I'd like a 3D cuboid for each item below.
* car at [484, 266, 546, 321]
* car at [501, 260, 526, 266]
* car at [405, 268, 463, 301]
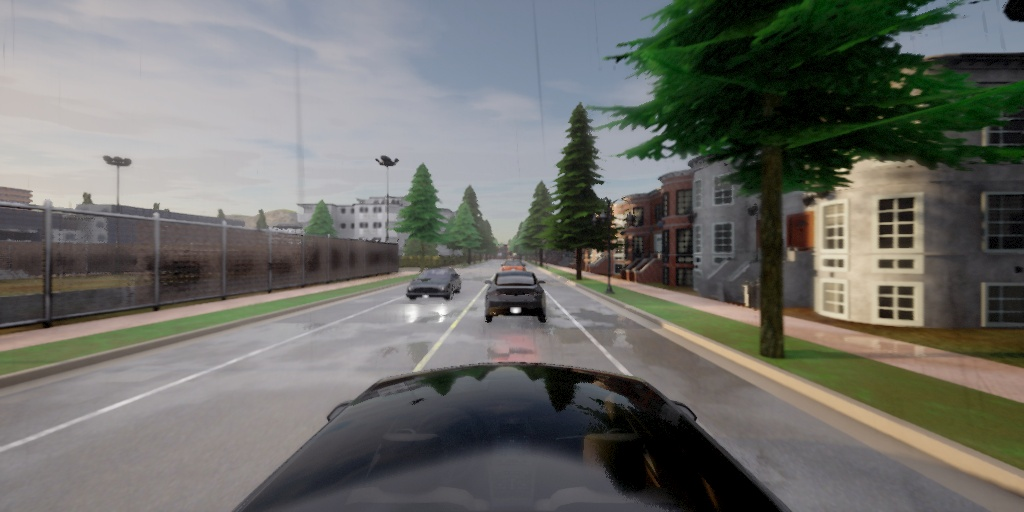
[{"bbox_3d":[0.105,1.252,12.338,1.837,1.490,4.892,0,0,0],"label":"car"},{"bbox_3d":[0.113,1.095,30.201,2.097,1.767,4.553,0,0,0],"label":"car"},{"bbox_3d":[-3.590,1.293,17.549,2.033,1.411,5.357,0,0,0],"label":"car"}]
